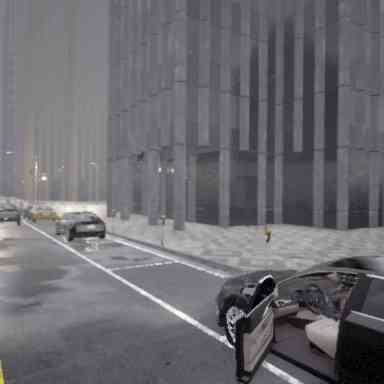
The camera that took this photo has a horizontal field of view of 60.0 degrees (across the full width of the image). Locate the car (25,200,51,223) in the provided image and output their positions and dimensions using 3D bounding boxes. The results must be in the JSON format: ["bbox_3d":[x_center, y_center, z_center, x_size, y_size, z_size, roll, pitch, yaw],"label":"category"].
[{"bbox_3d":[-12.058,1.613,26.578,1.752,1.417,4.829,1,0,-33],"label":"car"}]

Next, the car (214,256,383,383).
[{"bbox_3d":[2.222,1.563,4.088,1.837,1.490,4.892,1,-1,-33],"label":"car"}]

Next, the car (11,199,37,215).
[{"bbox_3d":[-18.155,1.534,35.869,1.967,1.590,4.097,1,0,-33],"label":"car"}]

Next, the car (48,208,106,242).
[{"bbox_3d":[-5.774,1.645,17.005,1.947,1.339,4.313,1,0,-33],"label":"car"}]

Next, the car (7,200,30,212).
[{"bbox_3d":[-21.251,1.647,40.583,2.008,1.369,4.403,1,0,-33],"label":"car"}]

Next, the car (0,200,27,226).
[{"bbox_3d":[-13.350,1.544,23.622,2.128,1.511,4.902,1,-1,-33],"label":"car"}]
